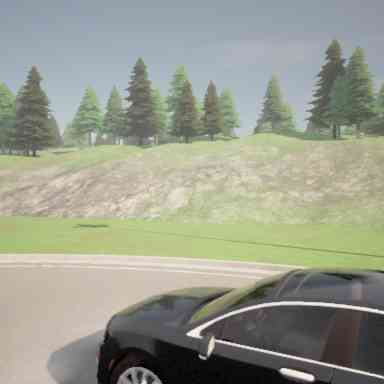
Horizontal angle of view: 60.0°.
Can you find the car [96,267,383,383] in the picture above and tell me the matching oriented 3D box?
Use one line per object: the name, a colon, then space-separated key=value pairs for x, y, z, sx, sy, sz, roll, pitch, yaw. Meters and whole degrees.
car: x=1.241 y=1.505 z=3.066 sx=4.892 sy=1.490 sz=1.837 roll=0 pitch=0 yaw=32
